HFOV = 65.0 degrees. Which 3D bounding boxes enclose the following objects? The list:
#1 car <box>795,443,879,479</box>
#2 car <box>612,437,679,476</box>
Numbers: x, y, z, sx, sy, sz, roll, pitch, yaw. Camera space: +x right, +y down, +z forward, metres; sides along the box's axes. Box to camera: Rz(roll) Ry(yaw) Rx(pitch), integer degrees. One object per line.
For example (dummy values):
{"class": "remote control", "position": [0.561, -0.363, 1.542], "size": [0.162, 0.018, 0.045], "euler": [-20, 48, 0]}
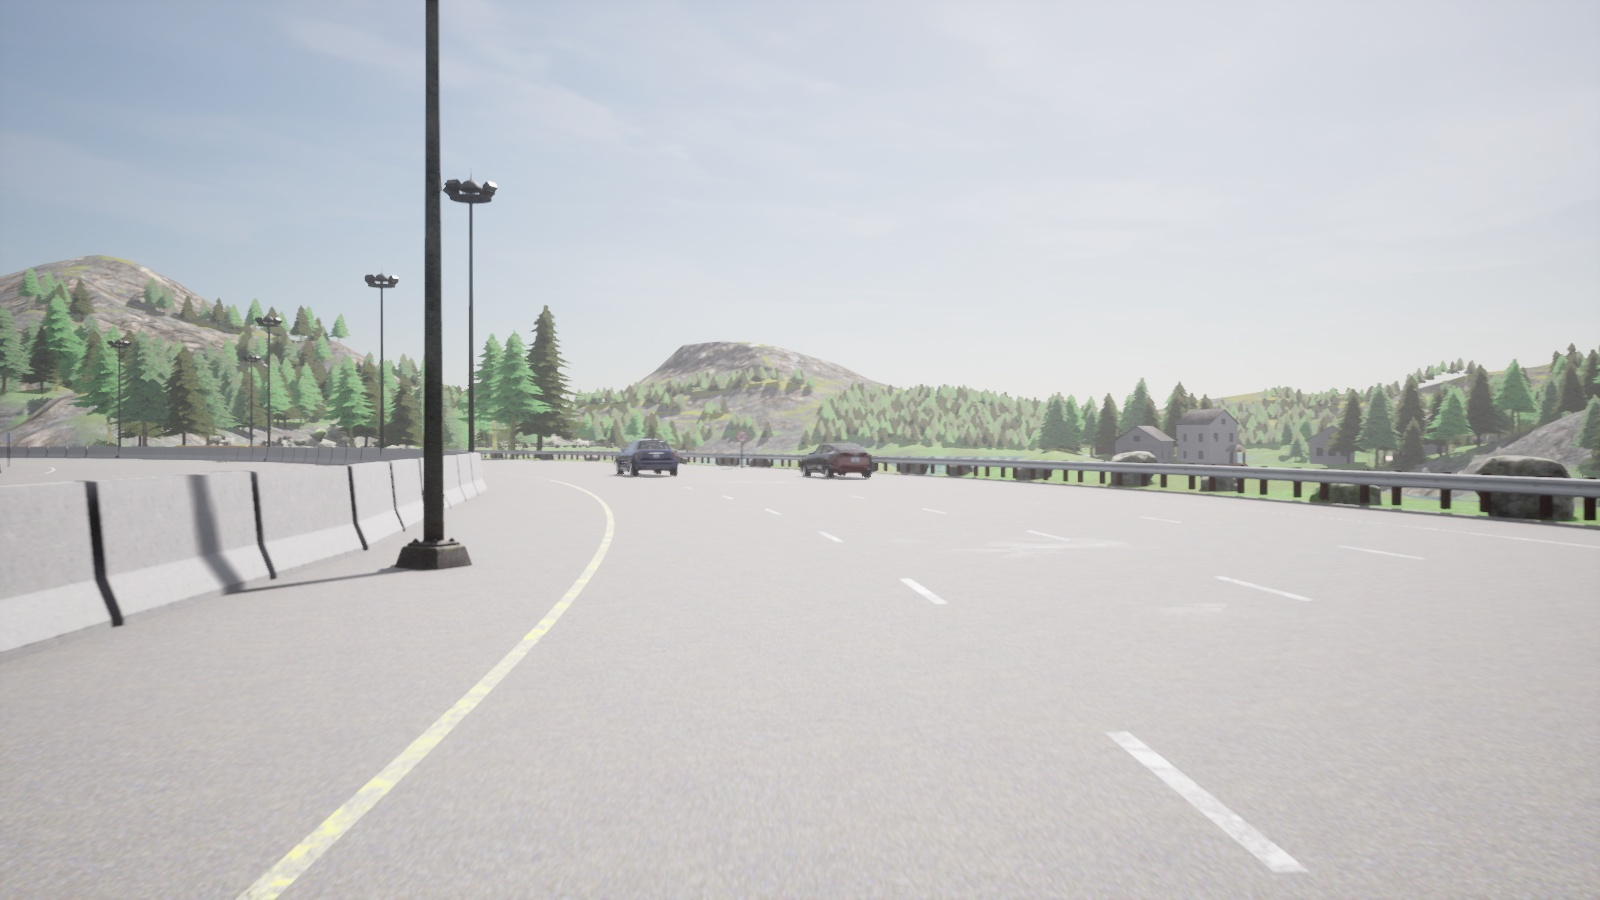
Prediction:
{"class": "car", "position": [1.532, 0.439, 54.577], "size": [2.163, 1.488, 4.792], "euler": [0, 0, -18]}
{"class": "car", "position": [-7.225, 0.271, 58.320], "size": [2.097, 1.767, 4.553], "euler": [0, 0, -20]}
